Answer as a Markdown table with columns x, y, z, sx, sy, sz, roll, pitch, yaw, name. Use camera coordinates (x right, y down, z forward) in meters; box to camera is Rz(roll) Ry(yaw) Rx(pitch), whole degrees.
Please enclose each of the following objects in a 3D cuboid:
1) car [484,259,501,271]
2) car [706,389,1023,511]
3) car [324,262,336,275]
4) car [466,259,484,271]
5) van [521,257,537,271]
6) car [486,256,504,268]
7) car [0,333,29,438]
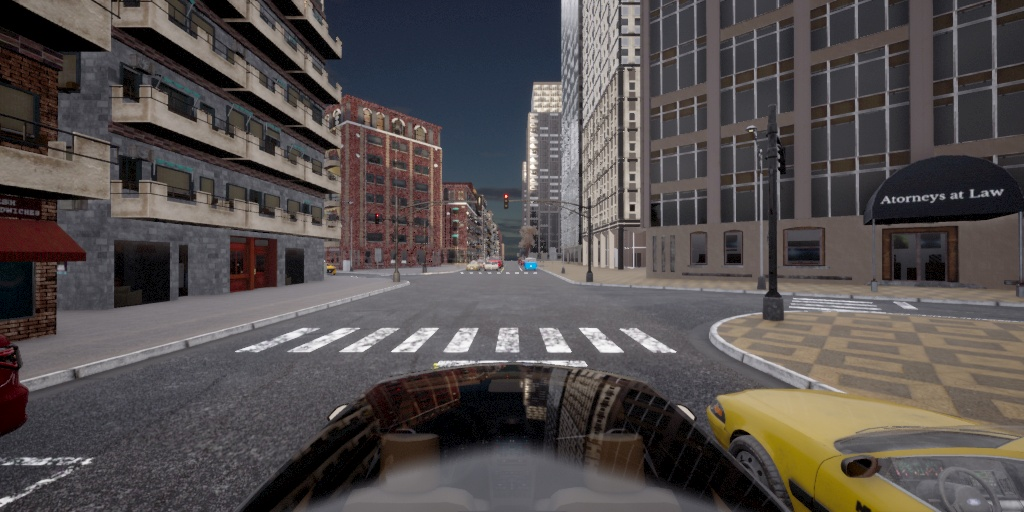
| x | y | z | sx | sy | sz | roll | pitch | yaw | name |
| --- | --- | --- | --- | --- | --- | --- | --- | --- | --- |
| -2.863 | 1.397 | 50.179 | 1.895 | 1.301 | 4.718 | 0 | 0 | -2 | car |
| 2.566 | 1.275 | 1.244 | 1.751 | 1.417 | 4.829 | 0 | 0 | 0 | car |
| -22.250 | 1.428 | 41.658 | 5.008 | 1.535 | 1.882 | -1 | -1 | 41 | car |
| -5.329 | 1.321 | 49.895 | 1.751 | 1.417 | 4.829 | 0 | 0 | 0 | car |
| 2.551 | 1.136 | 50.067 | 1.690 | 1.789 | 3.998 | 0 | 0 | 0 | van |
| -2.848 | 1.038 | 59.686 | 2.150 | 2.045 | 5.566 | 0 | 0 | 0 | car |
| -5.314 | 1.065 | 1.065 | 2.192 | 1.841 | 5.009 | 0 | 0 | 0 | car |
